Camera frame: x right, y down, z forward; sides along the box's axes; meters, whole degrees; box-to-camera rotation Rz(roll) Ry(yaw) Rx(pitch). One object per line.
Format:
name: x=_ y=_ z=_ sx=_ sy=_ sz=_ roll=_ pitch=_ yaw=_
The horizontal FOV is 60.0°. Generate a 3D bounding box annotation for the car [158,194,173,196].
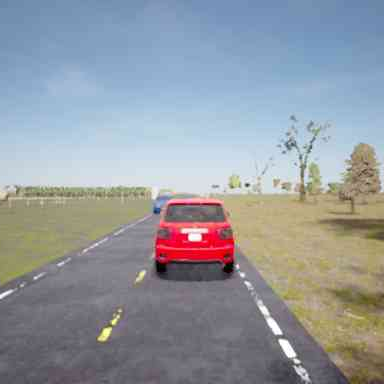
car: x=-2.833 y=1.258 z=35.256 sx=2.150 sy=2.045 sz=5.566 roll=0 pitch=0 yaw=0

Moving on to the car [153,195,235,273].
car: x=0.084 y=1.232 z=10.861 sx=2.150 sy=2.045 sz=5.566 roll=0 pitch=-1 yaw=0

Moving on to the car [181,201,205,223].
car: x=0.085 y=1.535 z=27.082 sx=1.837 sy=1.490 sz=4.892 roll=0 pitch=0 yaw=0
